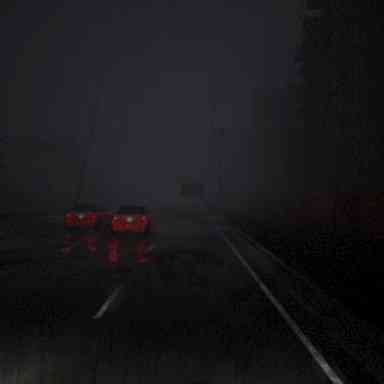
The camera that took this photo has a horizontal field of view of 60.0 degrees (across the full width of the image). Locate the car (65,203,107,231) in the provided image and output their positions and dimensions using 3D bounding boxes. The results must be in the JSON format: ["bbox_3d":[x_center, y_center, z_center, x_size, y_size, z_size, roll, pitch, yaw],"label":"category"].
[{"bbox_3d":[-6.901,1.585,22.769,2.097,1.767,4.553,0,-1,0],"label":"car"}]

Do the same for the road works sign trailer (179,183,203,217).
[{"bbox_3d":[-0.002,0.832,35.984,2.380,3.560,2.880,0,-1,0],"label":"road works sign trailer"}]

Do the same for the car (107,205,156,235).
[{"bbox_3d":[-3.401,1.558,20.198,2.097,1.767,4.553,0,-1,0],"label":"car"}]
